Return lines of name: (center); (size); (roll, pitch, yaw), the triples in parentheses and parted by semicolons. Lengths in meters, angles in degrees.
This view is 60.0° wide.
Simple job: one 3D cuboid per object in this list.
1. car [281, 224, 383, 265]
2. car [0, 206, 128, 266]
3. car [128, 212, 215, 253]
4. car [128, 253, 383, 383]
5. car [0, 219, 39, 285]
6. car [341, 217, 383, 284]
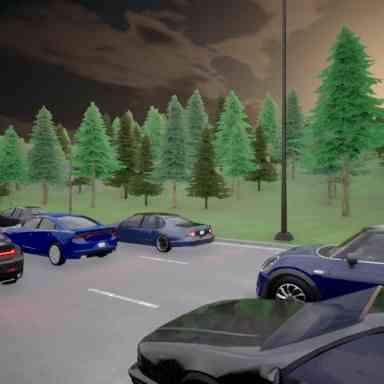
car: (3.447, 1.352, 5.792); (4.553, 1.767, 2.097); (0, 0, 36)
car: (-4.797, 1.478, 11.685); (5.008, 1.535, 1.882); (0, 0, 35)
car: (-1.673, 1.547, 13.757); (5.357, 1.411, 2.033); (0, 0, 35)
car: (1.956, 1.547, 2.543); (5.357, 1.411, 2.033); (0, 0, 36)
car: (-6.083, 1.505, 8.284); (4.892, 1.490, 1.837); (0, 0, 36)
car: (6.401, 1.505, 7.997); (4.892, 1.490, 1.837); (0, 0, 36)
